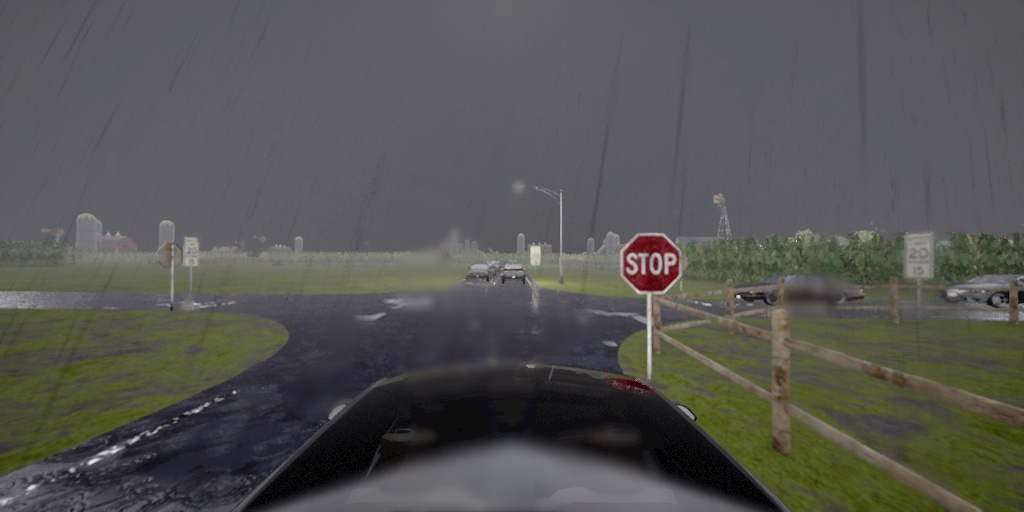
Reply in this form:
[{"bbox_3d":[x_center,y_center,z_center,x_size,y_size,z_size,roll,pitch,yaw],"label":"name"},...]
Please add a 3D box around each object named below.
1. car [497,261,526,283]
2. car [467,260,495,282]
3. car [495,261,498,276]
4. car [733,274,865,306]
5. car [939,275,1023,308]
[{"bbox_3d":[0.125,1.398,29.368,2.128,1.511,4.902,0,0,0],"label":"car"},{"bbox_3d":[-2.820,1.397,31.781,1.882,1.535,5.008,0,0,0],"label":"car"},{"bbox_3d":[-2.807,1.530,40.811,1.994,1.385,4.181,0,0,0],"label":"car"},{"bbox_3d":[13.436,1.579,17.058,5.357,1.411,2.033,1,-1,0],"label":"car"},{"bbox_3d":[23.399,1.641,17.018,4.902,1.511,2.128,1,-1,0],"label":"car"}]
